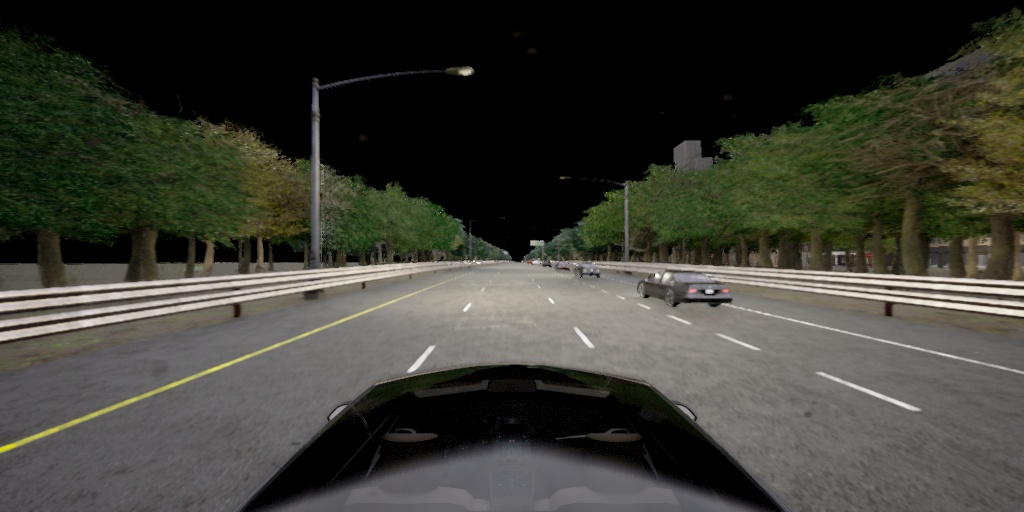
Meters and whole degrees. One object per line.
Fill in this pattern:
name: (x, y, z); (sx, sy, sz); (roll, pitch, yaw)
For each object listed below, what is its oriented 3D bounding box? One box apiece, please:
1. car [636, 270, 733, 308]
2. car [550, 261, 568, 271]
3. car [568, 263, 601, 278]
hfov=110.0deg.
car: (7.011, 1.302, 15.236); (2.033, 1.411, 5.357); (0, 0, 0)
car: (7.127, 1.479, 51.664); (2.033, 1.411, 5.357); (0, -1, 0)
car: (7.053, 1.351, 34.267); (2.033, 1.411, 5.357); (0, 0, 0)
